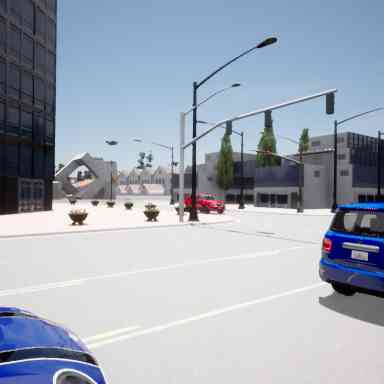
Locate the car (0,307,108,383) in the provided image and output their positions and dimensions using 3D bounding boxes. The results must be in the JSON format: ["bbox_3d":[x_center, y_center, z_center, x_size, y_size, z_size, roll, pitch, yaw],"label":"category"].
[{"bbox_3d":[-2.729,1.352,1.796,4.553,1.767,2.097,0,0,-35],"label":"car"}]

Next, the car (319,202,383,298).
[{"bbox_3d":[5.200,1.239,7.507,5.566,2.045,2.150,0,0,-35],"label":"car"}]

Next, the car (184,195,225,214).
[{"bbox_3d":[1.299,1.314,36.715,2.150,2.045,5.566,1,-1,-35],"label":"car"}]

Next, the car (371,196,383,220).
[{"bbox_3d":[18.871,1.463,30.395,5.566,2.045,2.150,1,-1,-36],"label":"car"}]
